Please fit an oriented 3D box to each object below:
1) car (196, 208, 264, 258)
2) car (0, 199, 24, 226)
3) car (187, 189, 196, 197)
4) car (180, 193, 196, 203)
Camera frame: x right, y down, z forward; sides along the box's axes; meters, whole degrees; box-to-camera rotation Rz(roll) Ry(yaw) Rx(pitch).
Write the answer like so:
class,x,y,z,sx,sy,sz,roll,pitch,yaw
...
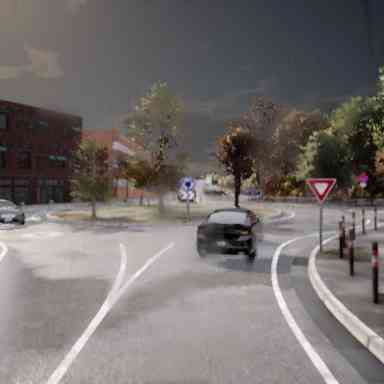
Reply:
class,x,y,z,sx,sy,sz,roll,pitch,yaw
car,1.564,1.330,12.384,1.882,1.535,5.008,0,2,16
car,-11.731,1.221,20.203,2.128,1.511,4.902,-1,2,-42
car,-0.104,0.227,80.255,2.150,2.045,5.566,0,1,1
car,-0.818,0.834,50.373,2.033,1.411,5.357,0,1,-7
